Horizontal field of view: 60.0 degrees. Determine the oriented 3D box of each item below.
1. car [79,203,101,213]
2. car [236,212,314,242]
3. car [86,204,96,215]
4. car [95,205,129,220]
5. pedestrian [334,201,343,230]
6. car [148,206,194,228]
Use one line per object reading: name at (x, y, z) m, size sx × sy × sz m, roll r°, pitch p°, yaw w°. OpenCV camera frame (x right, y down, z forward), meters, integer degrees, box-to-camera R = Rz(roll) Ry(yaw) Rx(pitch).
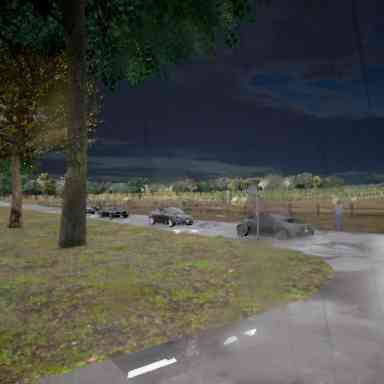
car at (-15.935, 2.479, 51.722) m, size 1.895 × 1.301 × 4.718 m, roll -1°, pitch 0°, yaw -35°
car at (4.388, 1.791, 18.053) m, size 1.994 × 1.385 × 4.181 m, roll -1°, pitch 0°, yaw -40°
car at (-14.636, 2.388, 44.805) m, size 1.994 × 1.385 × 4.181 m, roll -1°, pitch 0°, yaw -35°
car at (-8.536, 2.239, 36.046) m, size 1.895 × 1.301 × 4.718 m, roll -1°, pitch 0°, yaw -35°
pedestrian at (9.267, 1.433, 21.049) m, size 0.375 × 1.860 × 0.375 m, roll -3°, pitch 2°, yaw -35°
car at (-1.742, 1.926, 26.348) m, size 1.837 × 1.490 × 4.892 m, roll -1°, pitch 0°, yaw -35°
